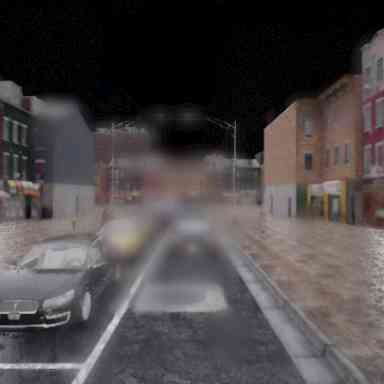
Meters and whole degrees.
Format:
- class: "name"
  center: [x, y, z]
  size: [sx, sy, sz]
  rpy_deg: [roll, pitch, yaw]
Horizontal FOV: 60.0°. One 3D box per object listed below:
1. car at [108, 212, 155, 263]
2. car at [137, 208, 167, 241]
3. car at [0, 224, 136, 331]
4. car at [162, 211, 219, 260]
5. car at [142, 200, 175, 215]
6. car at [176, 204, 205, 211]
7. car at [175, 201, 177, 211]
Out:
- class: "car"
  center: [-2.642, 1.678, 12.385]
  size: [1.752, 1.417, 4.829]
  rpy_deg: [0, -1, 0]
- class: "car"
  center: [-2.640, 1.788, 17.981]
  size: [1.947, 1.339, 4.313]
  rpy_deg: [0, -1, 0]
- class: "car"
  center: [-2.642, 1.639, 7.127]
  size: [2.008, 1.369, 4.403]
  rpy_deg: [0, -1, 0]
- class: "car"
  center: [0.051, 1.686, 13.040]
  size: [1.812, 1.442, 4.674]
  rpy_deg: [0, 0, 0]
- class: "car"
  center: [-2.642, 1.604, 23.410]
  size: [2.192, 1.841, 5.009]
  rpy_deg: [0, -1, 0]
- class: "car"
  center: [0.050, 1.830, 27.302]
  size: [2.128, 1.511, 4.902]
  rpy_deg: [0, -1, 0]
- class: "car"
  center: [-2.640, 1.798, 28.835]
  size: [1.967, 1.590, 4.097]
  rpy_deg: [-1, -1, 0]
